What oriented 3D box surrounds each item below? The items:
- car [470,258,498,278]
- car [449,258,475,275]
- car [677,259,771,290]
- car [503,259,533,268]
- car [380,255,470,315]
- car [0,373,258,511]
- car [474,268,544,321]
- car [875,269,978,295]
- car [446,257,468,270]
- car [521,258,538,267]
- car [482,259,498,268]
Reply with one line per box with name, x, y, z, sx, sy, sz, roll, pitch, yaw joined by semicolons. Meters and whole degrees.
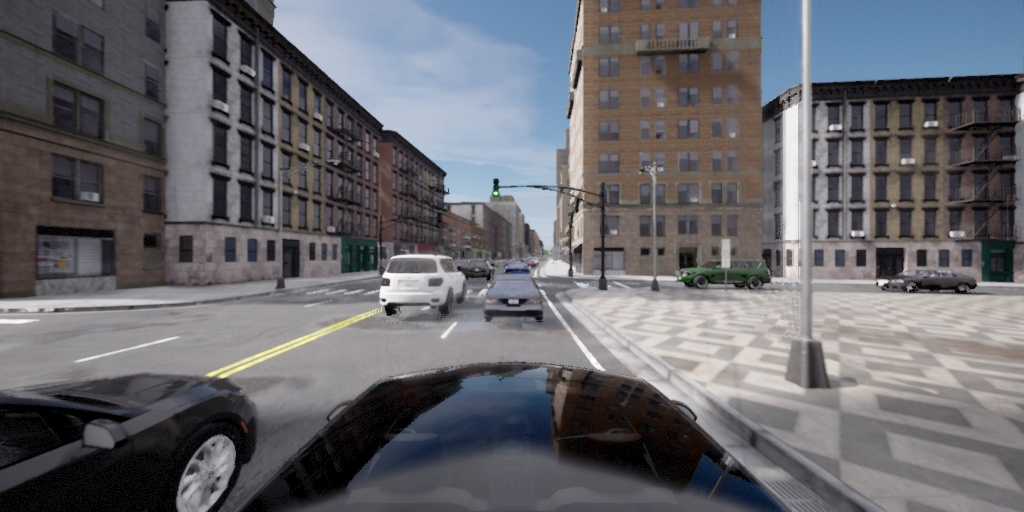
car;-2.657;1.109;30.501;2.097;1.767;4.553;0;0;2
car;-5.558;1.100;40.421;2.097;1.767;4.553;0;0;4
car;14.203;1.193;24.196;5.566;2.045;2.150;1;0;6
car;0.493;1.240;28.268;1.882;1.535;5.008;0;0;2
car;-3.150;0.977;13.722;2.150;2.045;5.566;0;0;1
car;-3.144;1.250;1.196;1.837;1.490;4.892;0;0;-1
car;0.072;1.305;12.407;2.033;1.411;5.357;0;0;1
car;26.346;1.601;22.948;4.902;1.511;2.128;1;0;6
car;-7.903;1.081;52.074;2.097;1.767;4.553;0;0;5
car;3.025;1.283;62.867;1.994;1.385;4.181;0;0;6
car;-3.684;1.280;61.360;1.994;1.385;4.181;0;0;7
